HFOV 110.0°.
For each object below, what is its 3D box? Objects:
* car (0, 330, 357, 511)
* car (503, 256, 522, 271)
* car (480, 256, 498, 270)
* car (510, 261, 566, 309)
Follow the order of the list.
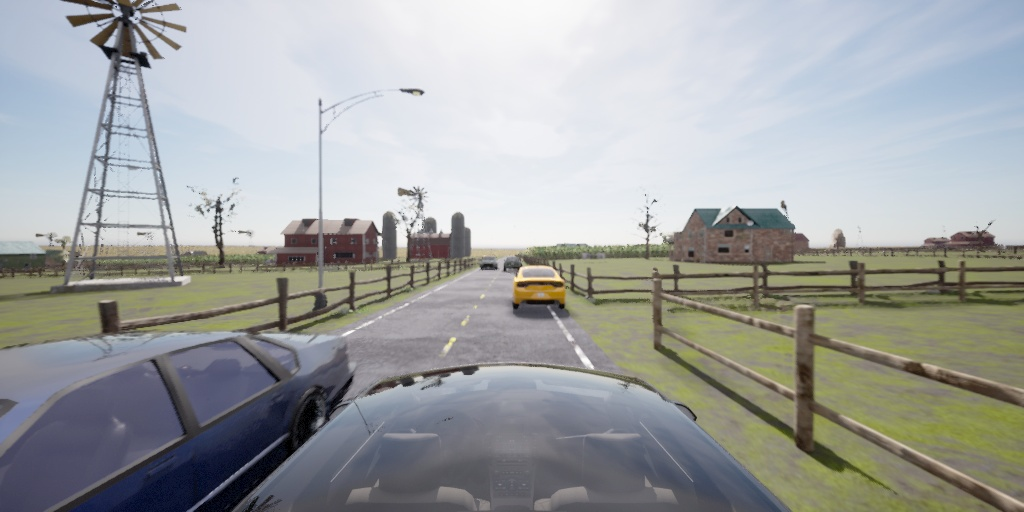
[{"bbox_3d":[-2.851,1.294,2.165,2.033,1.411,5.357,0,0,0],"label":"car"},{"bbox_3d":[0.074,0.802,41.696,2.097,1.767,4.553,0,0,0],"label":"car"},{"bbox_3d":[-2.831,0.780,44.685,2.097,1.767,4.553,0,0,0],"label":"car"},{"bbox_3d":[0.963,1.128,14.474,1.882,1.535,5.008,0,0,0],"label":"car"}]
